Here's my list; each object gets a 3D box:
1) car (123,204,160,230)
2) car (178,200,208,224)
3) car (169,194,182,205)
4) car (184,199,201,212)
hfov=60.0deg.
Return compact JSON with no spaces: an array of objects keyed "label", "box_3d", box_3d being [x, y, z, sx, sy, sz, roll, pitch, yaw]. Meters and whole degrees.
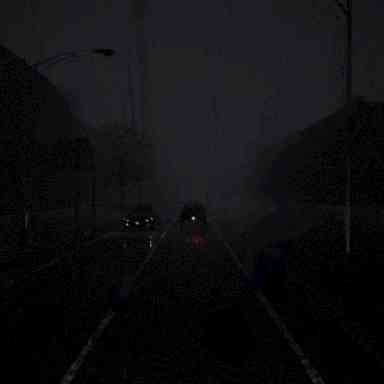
[{"label":"car","box_3d":[-3.103,1.543,21.240,1.837,1.490,4.892,0,0,0]},{"label":"car","box_3d":[0.095,1.558,25.024,1.837,1.490,4.892,0,-1,0]},{"label":"car","box_3d":[-3.034,1.323,62.470,2.150,2.045,5.566,0,0,0]},{"label":"car","box_3d":[0.091,1.674,42.663,2.033,1.411,5.357,0,0,0]}]
